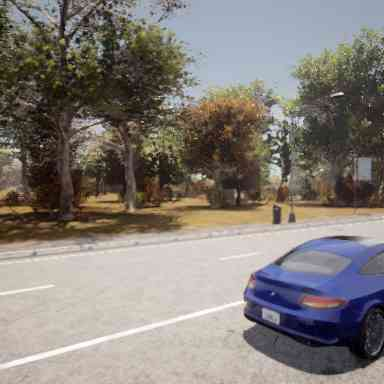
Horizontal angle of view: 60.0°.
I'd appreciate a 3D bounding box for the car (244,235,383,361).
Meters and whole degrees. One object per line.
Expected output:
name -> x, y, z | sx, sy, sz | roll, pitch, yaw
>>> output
car -> 2.953, 1.506, 5.868 | 4.674, 1.442, 1.812 | -1, 0, -35
